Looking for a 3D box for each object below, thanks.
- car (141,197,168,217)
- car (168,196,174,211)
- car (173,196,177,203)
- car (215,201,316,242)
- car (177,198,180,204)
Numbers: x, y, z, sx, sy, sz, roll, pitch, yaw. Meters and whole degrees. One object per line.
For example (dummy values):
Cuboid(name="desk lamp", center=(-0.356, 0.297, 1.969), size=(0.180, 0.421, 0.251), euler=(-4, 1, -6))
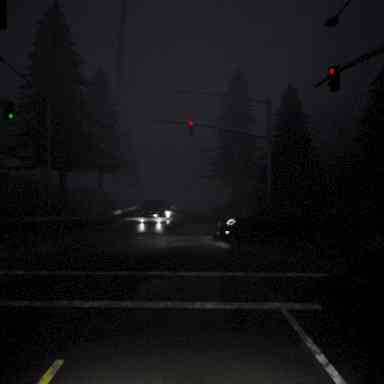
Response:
Cuboid(name="car", center=(-3.608, 1.480, 31.411), size=(1.837, 1.490, 4.892), euler=(0, 0, 0))
Cuboid(name="car", center=(-3.610, 1.569, 41.394), size=(1.895, 1.301, 4.718), euler=(0, 0, 0))
Cuboid(name="car", center=(-4.567, 1.558, 54.909), size=(1.895, 1.301, 4.718), euler=(0, 0, -21))
Cuboid(name="car", center=(3.422, 1.327, 15.846), size=(4.553, 1.767, 2.097), euler=(0, 0, -11))
Cuboid(name="car", center=(-4.035, 1.516, 61.916), size=(1.994, 1.385, 4.181), euler=(0, 0, -39))
